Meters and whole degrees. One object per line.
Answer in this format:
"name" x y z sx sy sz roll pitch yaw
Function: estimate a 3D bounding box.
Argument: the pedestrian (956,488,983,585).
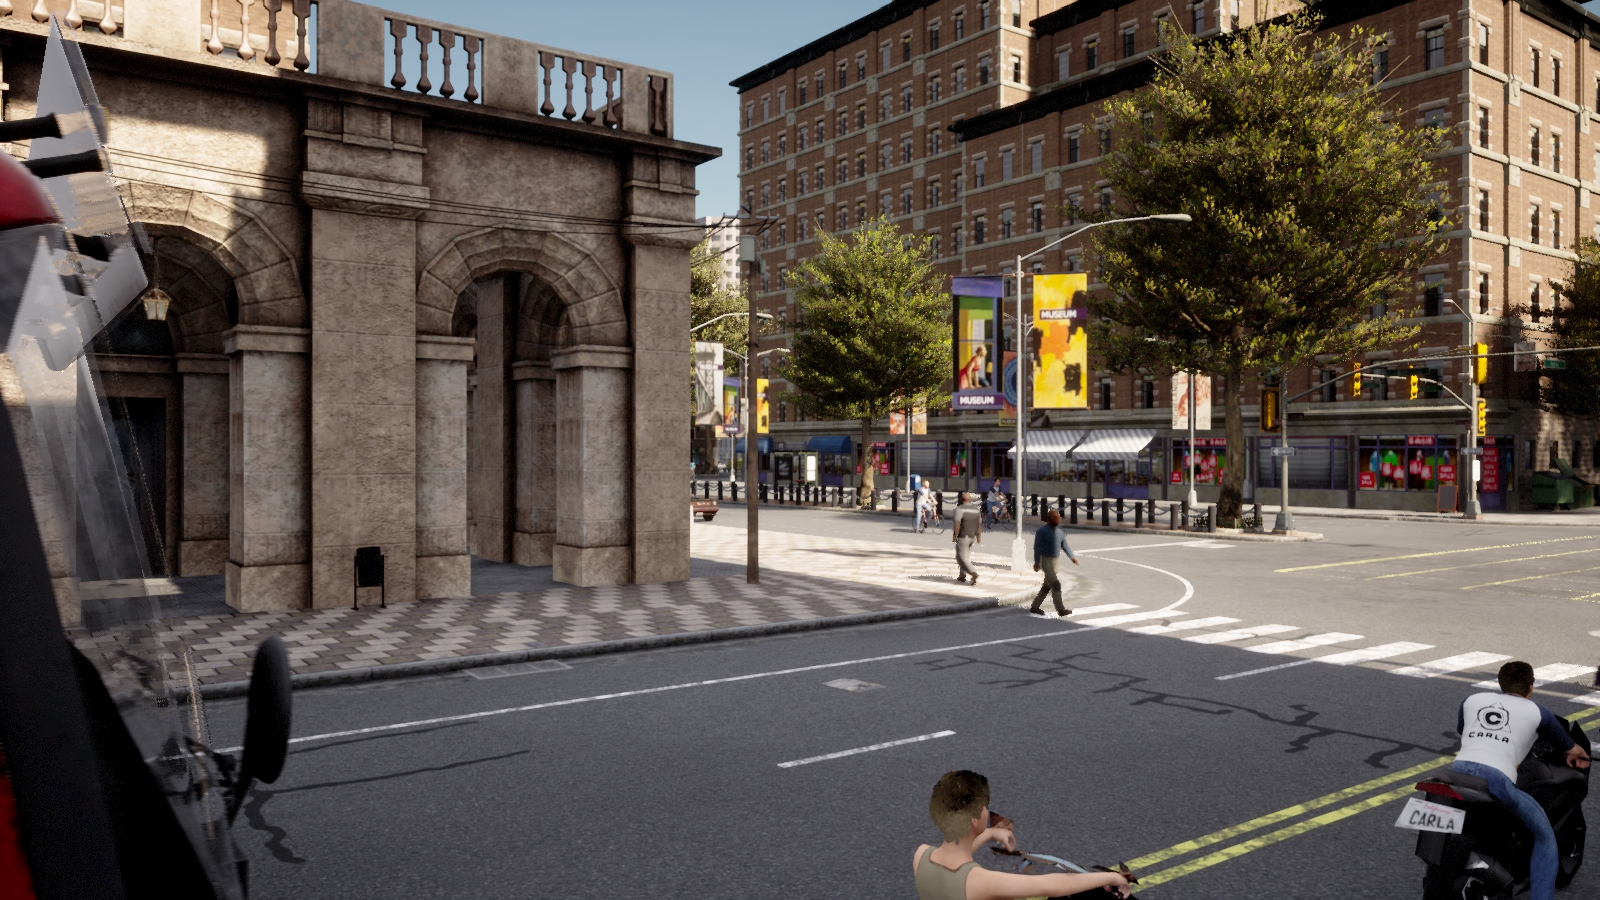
"pedestrian" 3.338 1.696 22.504 0.375 1.860 0.375 0 0 -30

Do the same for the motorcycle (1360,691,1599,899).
"motorcycle" 4.288 2.213 6.859 2.033 1.145 0.803 0 0 -36

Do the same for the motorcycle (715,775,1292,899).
"motorcycle" 0.878 2.170 4.394 2.356 1.277 0.764 0 0 -36

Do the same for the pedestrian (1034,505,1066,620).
"pedestrian" 4.149 1.848 18.976 0.375 1.860 0.375 0 0 -32
